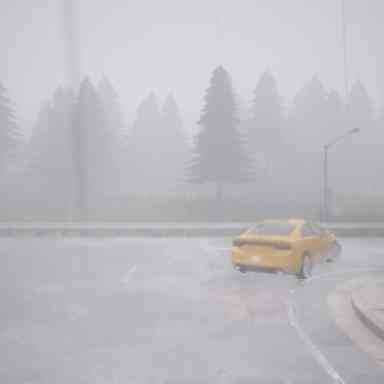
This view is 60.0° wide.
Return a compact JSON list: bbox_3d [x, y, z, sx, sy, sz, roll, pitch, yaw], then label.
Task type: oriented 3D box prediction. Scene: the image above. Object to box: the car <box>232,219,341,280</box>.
[{"bbox_3d":[3.069,1.576,10.334,1.882,1.535,5.008,-2,-2,36],"label":"car"}]
